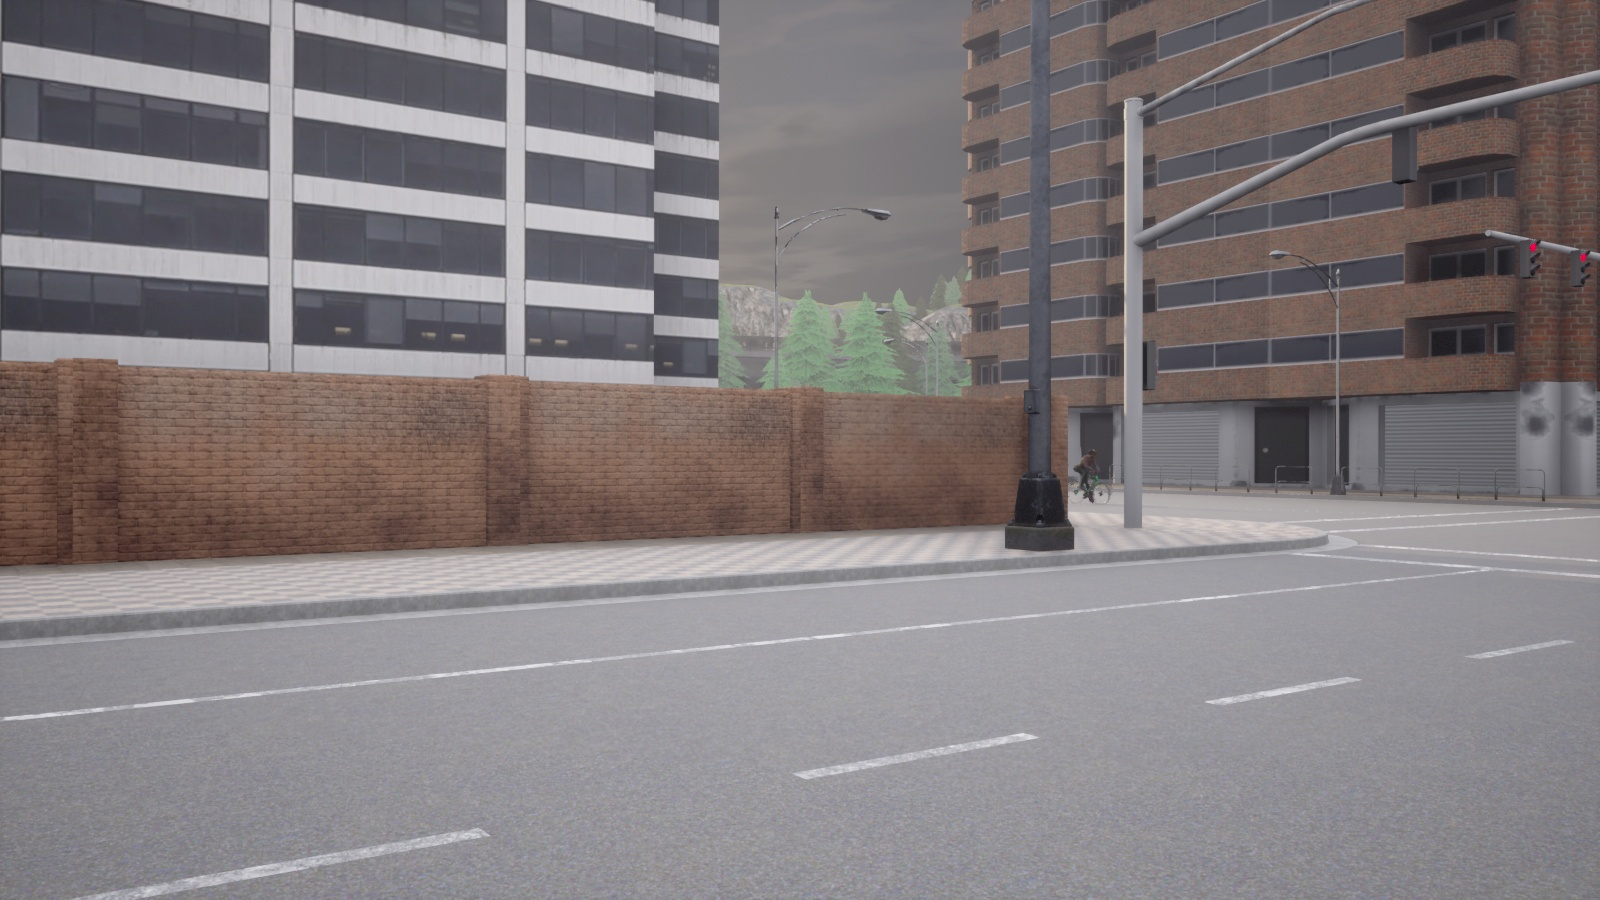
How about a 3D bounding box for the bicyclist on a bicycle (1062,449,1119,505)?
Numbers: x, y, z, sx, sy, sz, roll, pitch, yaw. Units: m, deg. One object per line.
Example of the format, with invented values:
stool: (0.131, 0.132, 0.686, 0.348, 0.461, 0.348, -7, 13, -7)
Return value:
bicyclist on a bicycle: (8.472, 0.770, 36.709, 0.582, 1.620, 1.656, 0, 0, -35)
